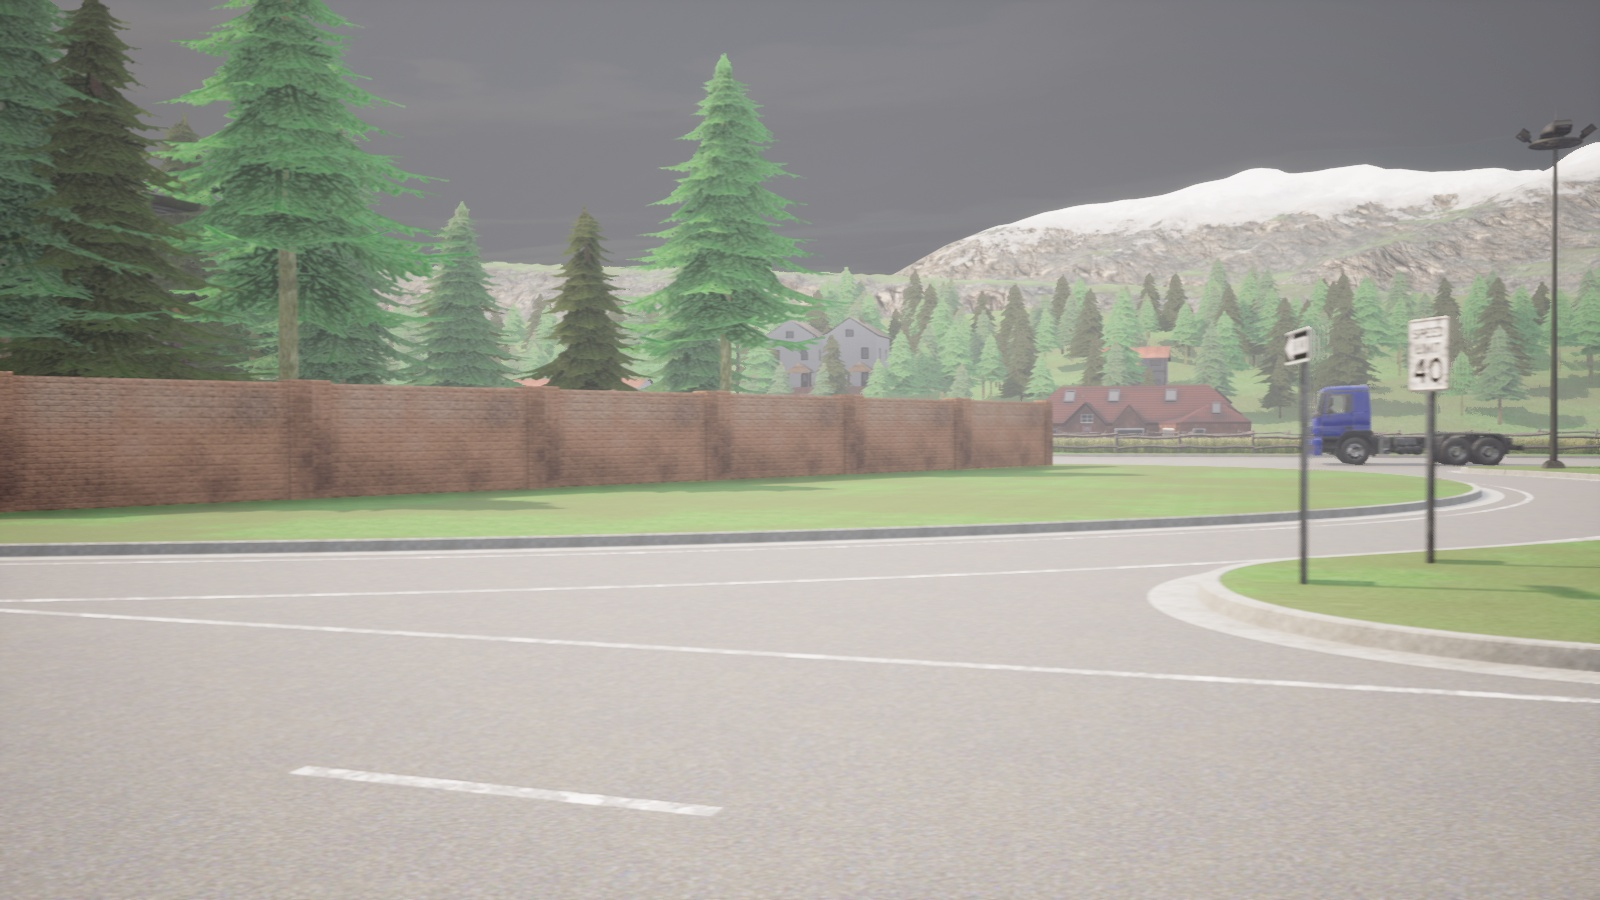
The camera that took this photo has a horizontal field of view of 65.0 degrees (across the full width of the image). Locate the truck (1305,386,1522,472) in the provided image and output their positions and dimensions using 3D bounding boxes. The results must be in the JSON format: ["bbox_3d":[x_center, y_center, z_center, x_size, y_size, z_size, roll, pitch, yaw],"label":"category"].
[{"bbox_3d":[25.757,-0.910,53.199,7.936,3.462,2.891,1,1,19],"label":"truck"}]
